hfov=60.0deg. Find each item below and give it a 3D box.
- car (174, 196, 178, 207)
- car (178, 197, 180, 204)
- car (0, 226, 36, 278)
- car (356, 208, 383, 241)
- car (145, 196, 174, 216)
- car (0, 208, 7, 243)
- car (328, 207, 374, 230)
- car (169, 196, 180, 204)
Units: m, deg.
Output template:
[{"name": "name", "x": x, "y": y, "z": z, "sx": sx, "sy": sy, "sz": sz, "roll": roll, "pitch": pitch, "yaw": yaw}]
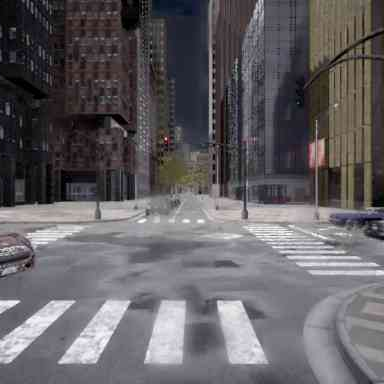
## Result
[{"name": "car", "x": -3.226, "y": 1.486, "z": 42.145, "sx": 2.128, "sy": 1.511, "sz": 4.902, "roll": 0, "pitch": 0, "yaw": 0}, {"name": "car", "x": -3.207, "y": 1.498, "z": 52.332, "sx": 1.837, "sy": 1.490, "sz": 4.892, "roll": 0, "pitch": 0, "yaw": 0}, {"name": "car", "x": -6.574, "y": 1.354, "z": 9.142, "sx": 4.553, "sy": 1.767, "sz": 2.097, "roll": 0, "pitch": 0, "yaw": 22}, {"name": "car", "x": 10.152, "y": 1.560, "z": 13.930, "sx": 5.357, "sy": 1.411, "sz": 2.033, "roll": 0, "pitch": 0, "yaw": 0}, {"name": "car", "x": -3.203, "y": 1.348, "z": 32.095, "sx": 2.097, "sy": 1.767, "sz": 4.553, "roll": 0, "pitch": 0, "yaw": 0}, {"name": "car", "x": -10.872, "y": 1.496, "z": 14.199, "sx": 4.892, "sy": 1.490, "sz": 1.837, "roll": 0, "pitch": 0, "yaw": -4}, {"name": "car", "x": 11.029, "y": 1.601, "z": 20.629, "sx": 4.718, "sy": 1.301, "sz": 1.895, "roll": 0, "pitch": 0, "yaw": 0}, {"name": "car", "x": -3.257, "y": 1.471, "z": 62.708, "sx": 1.882, "sy": 1.535, "sz": 5.008, "roll": 0, "pitch": 0, "yaw": 0}]
